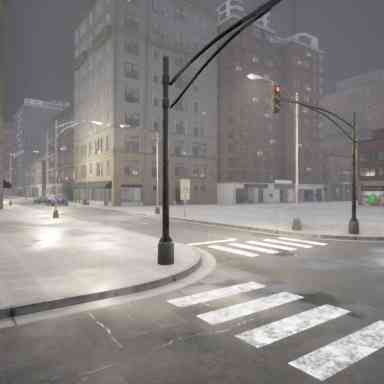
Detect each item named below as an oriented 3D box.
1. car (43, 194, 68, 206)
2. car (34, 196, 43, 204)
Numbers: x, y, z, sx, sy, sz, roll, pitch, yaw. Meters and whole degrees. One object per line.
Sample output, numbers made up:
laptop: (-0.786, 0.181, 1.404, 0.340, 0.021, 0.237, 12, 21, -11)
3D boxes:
car: (-19.612, 1.119, 48.219, 2.097, 1.767, 4.553, 0, 0, -36)
car: (-25.409, 1.288, 56.331, 1.994, 1.385, 4.181, 0, 0, -36)
